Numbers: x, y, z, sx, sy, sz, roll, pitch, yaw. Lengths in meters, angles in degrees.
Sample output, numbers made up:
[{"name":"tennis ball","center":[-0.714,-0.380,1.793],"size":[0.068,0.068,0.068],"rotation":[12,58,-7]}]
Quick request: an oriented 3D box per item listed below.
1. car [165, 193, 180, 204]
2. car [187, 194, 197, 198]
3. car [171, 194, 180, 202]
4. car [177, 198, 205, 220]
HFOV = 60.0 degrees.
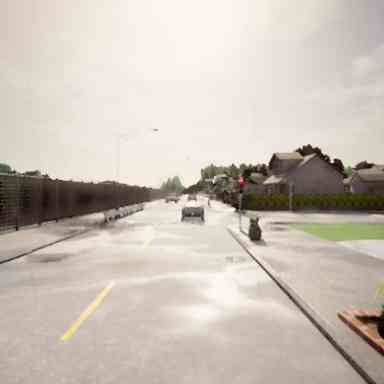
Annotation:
[{"name":"car","center":[-3.988,1.291,65.136],"size":[2.150,2.045,5.566],"rotation":[0,0,0]},{"name":"car","center":[0.028,1.329,74.663],"size":[2.097,1.767,4.553],"rotation":[0,0,0]},{"name":"car","center":[-3.967,1.386,81.543],"size":[2.097,1.767,4.553],"rotation":[0,0,0]},{"name":"car","center":[0.078,1.523,28.278],"size":[2.128,1.511,4.902],"rotation":[0,0,0]}]
